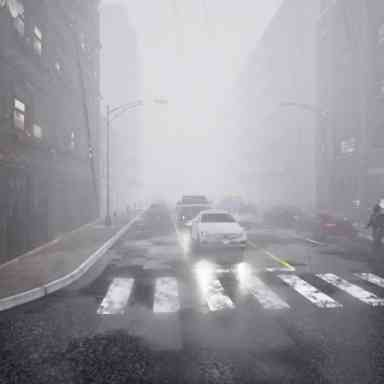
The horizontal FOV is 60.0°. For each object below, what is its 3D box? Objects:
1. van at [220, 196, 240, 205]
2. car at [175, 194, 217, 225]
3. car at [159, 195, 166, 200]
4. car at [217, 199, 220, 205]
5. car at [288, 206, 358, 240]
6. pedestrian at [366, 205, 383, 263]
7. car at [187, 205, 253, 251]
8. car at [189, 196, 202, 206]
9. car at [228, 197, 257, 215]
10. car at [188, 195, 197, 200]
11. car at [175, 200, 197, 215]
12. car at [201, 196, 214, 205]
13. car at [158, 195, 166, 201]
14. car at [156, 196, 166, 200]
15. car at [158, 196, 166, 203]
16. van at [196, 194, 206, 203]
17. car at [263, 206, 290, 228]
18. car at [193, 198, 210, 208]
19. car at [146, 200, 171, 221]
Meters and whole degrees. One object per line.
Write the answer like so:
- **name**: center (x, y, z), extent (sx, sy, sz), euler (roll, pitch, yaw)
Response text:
- **van**: center (4.717, 1.336, 38.641), extent (1.690, 1.788, 3.998), euler (0, 0, -5)
- **car**: center (0.137, 1.216, 24.091), extent (2.150, 2.045, 5.566), euler (0, 0, -5)
- **car**: center (-8.284, 1.559, 92.986), extent (1.887, 1.381, 4.507), euler (0, 0, -5)
- **car**: center (4.253, 1.562, 44.145), extent (1.947, 1.339, 4.313), euler (0, 0, -5)
- **car**: center (6.579, 1.578, 16.626), extent (1.802, 1.307, 4.206), euler (0, 0, -5)
- **pedestrian**: center (5.842, 1.291, 10.462), extent (0.375, 1.860, 0.375), euler (0, 1, -5)
- **car**: center (0.984, 1.521, 14.238), extent (1.812, 1.442, 4.674), euler (0, 0, -5)
- **car**: center (0.509, 1.503, 57.707), extent (1.837, 1.490, 4.892), euler (0, 0, -5)
- **car**: center (5.183, 1.540, 33.137), extent (1.887, 1.381, 4.507), euler (0, 0, -5)
- **car**: center (0.068, 1.566, 93.679), extent (2.008, 1.369, 4.403), euler (-1, 0, -5)
- **car**: center (-0.690, 1.558, 34.095), extent (1.994, 1.385, 4.181), euler (0, 0, -5)
- **car**: center (2.843, 1.525, 60.825), extent (1.752, 1.417, 4.829), euler (0, 0, -5)
- **car**: center (-7.819, 1.577, 87.482), extent (1.947, 1.339, 4.313), euler (0, 0, -5)
- **car**: center (-4.099, 1.540, 43.452), extent (1.887, 1.381, 4.507), euler (0, 0, -5)
- **car**: center (-6.411, 1.528, 70.802), extent (1.752, 1.417, 4.829), euler (0, 0, -5)
- **van**: center (1.926, 1.345, 71.664), extent (1.690, 1.788, 3.998), euler (-1, 0, -5)
- **car**: center (6.114, 1.561, 22.130), extent (1.947, 1.339, 4.313), euler (0, 0, -5)
- **car**: center (1.343, 1.597, 47.923), extent (1.895, 1.301, 4.718), euler (0, 0, -5)
- **car**: center (-2.704, 1.560, 26.940), extent (1.947, 1.339, 4.313), euler (0, 0, -5)
